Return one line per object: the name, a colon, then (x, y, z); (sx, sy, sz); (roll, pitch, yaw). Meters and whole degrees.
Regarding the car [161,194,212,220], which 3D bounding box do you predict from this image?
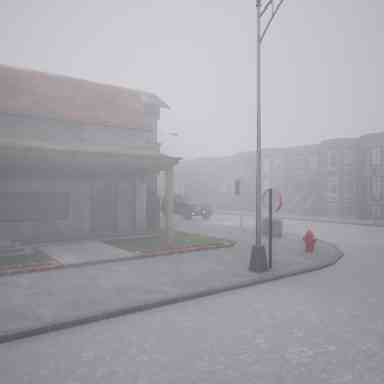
car: (-0.630, 1.227, 28.671); (2.150, 2.045, 5.566); (0, 0, -35)
